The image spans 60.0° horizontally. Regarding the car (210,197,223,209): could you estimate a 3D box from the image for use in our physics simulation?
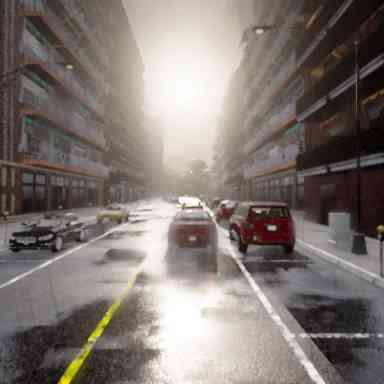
[{"bbox_3d":[2.671,1.401,24.704,1.967,1.590,4.097,1,0,0],"label":"car"}]

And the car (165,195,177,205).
[{"bbox_3d":[-3.129,1.478,57.405,1.994,1.385,4.181,0,0,0],"label":"car"}]

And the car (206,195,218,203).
[{"bbox_3d":[3.096,1.441,41.398,1.837,1.490,4.892,0,0,0],"label":"car"}]

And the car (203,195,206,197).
[{"bbox_3d":[3.055,1.280,48.369,2.097,1.767,4.553,0,0,0],"label":"car"}]

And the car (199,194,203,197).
[{"bbox_3d":[2.626,1.424,69.418,1.752,1.417,4.829,1,0,0],"label":"car"}]

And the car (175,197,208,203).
[{"bbox_3d":[0.012,1.448,27.840,2.128,1.511,4.902,0,0,1],"label":"car"}]

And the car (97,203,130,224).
[{"bbox_3d":[-5.709,1.486,24.558,1.752,1.417,4.829,1,0,0],"label":"car"}]

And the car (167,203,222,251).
[{"bbox_3d":[0.037,1.455,13.948,1.882,1.535,5.008,0,0,0],"label":"car"}]

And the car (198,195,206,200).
[{"bbox_3d":[2.668,1.443,86.593,1.947,1.339,4.313,1,0,0],"label":"car"}]

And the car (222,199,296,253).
[{"bbox_3d":[2.687,1.293,13.567,2.192,1.841,5.009,1,0,0],"label":"car"}]

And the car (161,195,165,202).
[{"bbox_3d":[-5.787,1.332,74.838,1.967,1.590,4.097,1,0,0],"label":"car"}]

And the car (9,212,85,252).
[{"bbox_3d":[-5.696,1.529,13.591,2.008,1.369,4.403,1,0,0],"label":"car"}]
